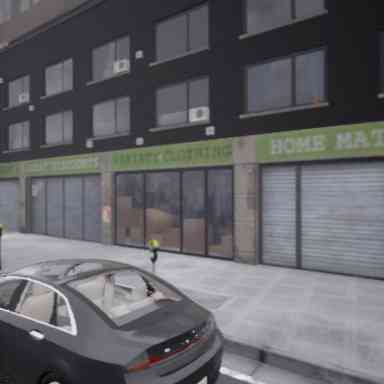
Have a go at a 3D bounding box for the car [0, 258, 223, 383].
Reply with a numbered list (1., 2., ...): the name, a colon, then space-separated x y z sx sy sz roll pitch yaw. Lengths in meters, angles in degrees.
1. car: -1.716 1.561 4.306 4.403 1.369 2.008 0 0 36
